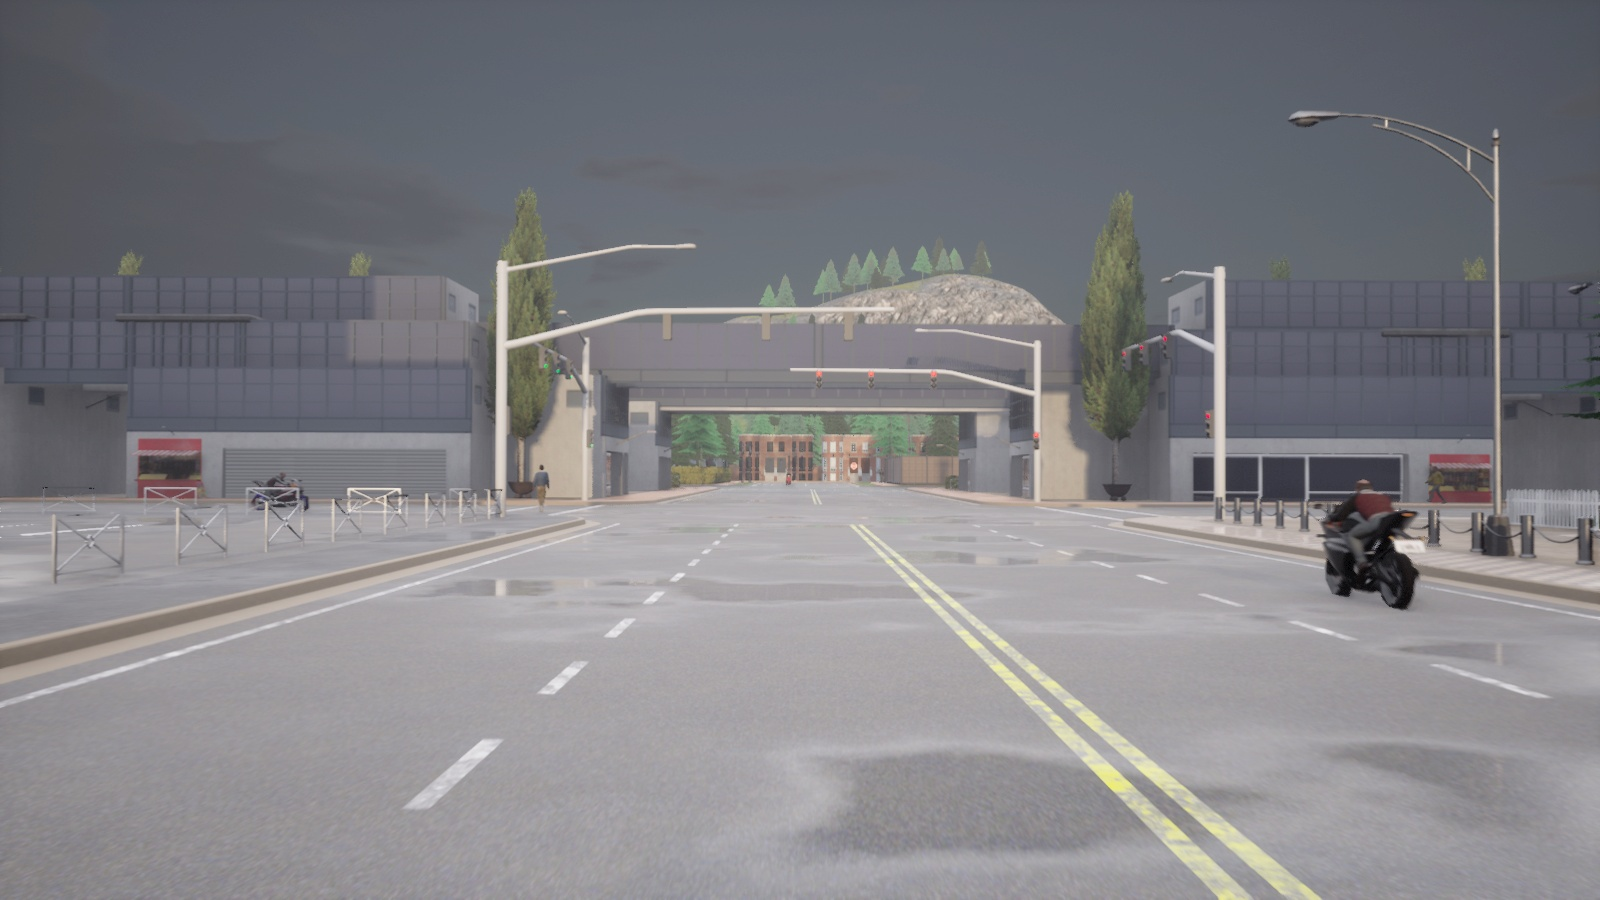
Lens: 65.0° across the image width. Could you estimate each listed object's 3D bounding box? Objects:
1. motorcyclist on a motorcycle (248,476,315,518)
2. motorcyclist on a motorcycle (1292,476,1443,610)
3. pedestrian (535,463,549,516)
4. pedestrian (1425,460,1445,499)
[{"bbox_3d":[-19.606,1.768,47.488,2.191,1.530,0.866,0,-1,1],"label":"motorcyclist on a motorcycle"},{"bbox_3d":[6.962,1.098,15.557,0.866,1.530,2.191,0,-1,0],"label":"motorcyclist on a motorcycle"},{"bbox_3d":[-9.614,1.463,46.794,0.423,1.949,0.788,0,-1,-6],"label":"pedestrian"},{"bbox_3d":[30.032,1.404,59.436,0.709,1.840,0.431,0,-1,0],"label":"pedestrian"}]
